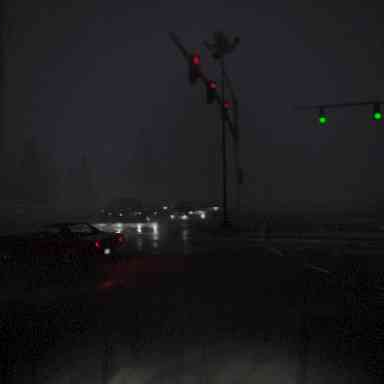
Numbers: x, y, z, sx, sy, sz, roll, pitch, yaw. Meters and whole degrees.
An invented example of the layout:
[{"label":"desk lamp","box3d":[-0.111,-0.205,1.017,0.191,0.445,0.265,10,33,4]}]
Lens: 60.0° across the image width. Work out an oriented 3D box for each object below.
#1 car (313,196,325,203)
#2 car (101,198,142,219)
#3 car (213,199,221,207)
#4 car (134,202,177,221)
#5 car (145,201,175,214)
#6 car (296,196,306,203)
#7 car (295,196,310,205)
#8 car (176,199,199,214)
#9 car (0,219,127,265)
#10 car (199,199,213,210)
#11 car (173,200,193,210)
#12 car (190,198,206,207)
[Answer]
[{"label":"car","box3d":[25.852,1.530,67.915,1.994,1.385,4.181,-1,0,16]},{"label":"car","box3d":[-6.523,1.596,31.936,2.150,2.045,5.566,-1,0,14]},{"label":"car","box3d":[3.796,1.917,57.475,1.994,1.385,4.181,-1,0,14]},{"label":"car","box3d":[-3.262,1.898,30.548,1.895,1.301,4.718,-1,0,15]},{"label":"car","box3d":[-3.911,1.943,41.847,2.033,1.411,5.357,-1,0,15]},{"label":"car","box3d":[22.548,1.578,69.091,1.812,1.442,4.674,-1,0,16]},{"label":"car","box3d":[19.713,1.514,59.001,1.882,1.535,5.008,-1,0,15]},{"label":"car","box3d":[-0.987,1.820,39.267,1.837,1.490,4.892,-1,0,15]},{"label":"car","box3d":[-4.959,1.796,12.294,4.718,1.301,1.895,-1,-1,23]},{"label":"car","box3d":[1.328,1.934,47.937,1.895,1.301,4.718,-1,0,14]},{"label":"car","box3d":[-1.375,1.979,51.465,1.994,1.385,4.181,-1,0,14]},{"label":"car","box3d":[1.193,1.962,61.341,1.812,1.442,4.674,-1,0,15]}]
